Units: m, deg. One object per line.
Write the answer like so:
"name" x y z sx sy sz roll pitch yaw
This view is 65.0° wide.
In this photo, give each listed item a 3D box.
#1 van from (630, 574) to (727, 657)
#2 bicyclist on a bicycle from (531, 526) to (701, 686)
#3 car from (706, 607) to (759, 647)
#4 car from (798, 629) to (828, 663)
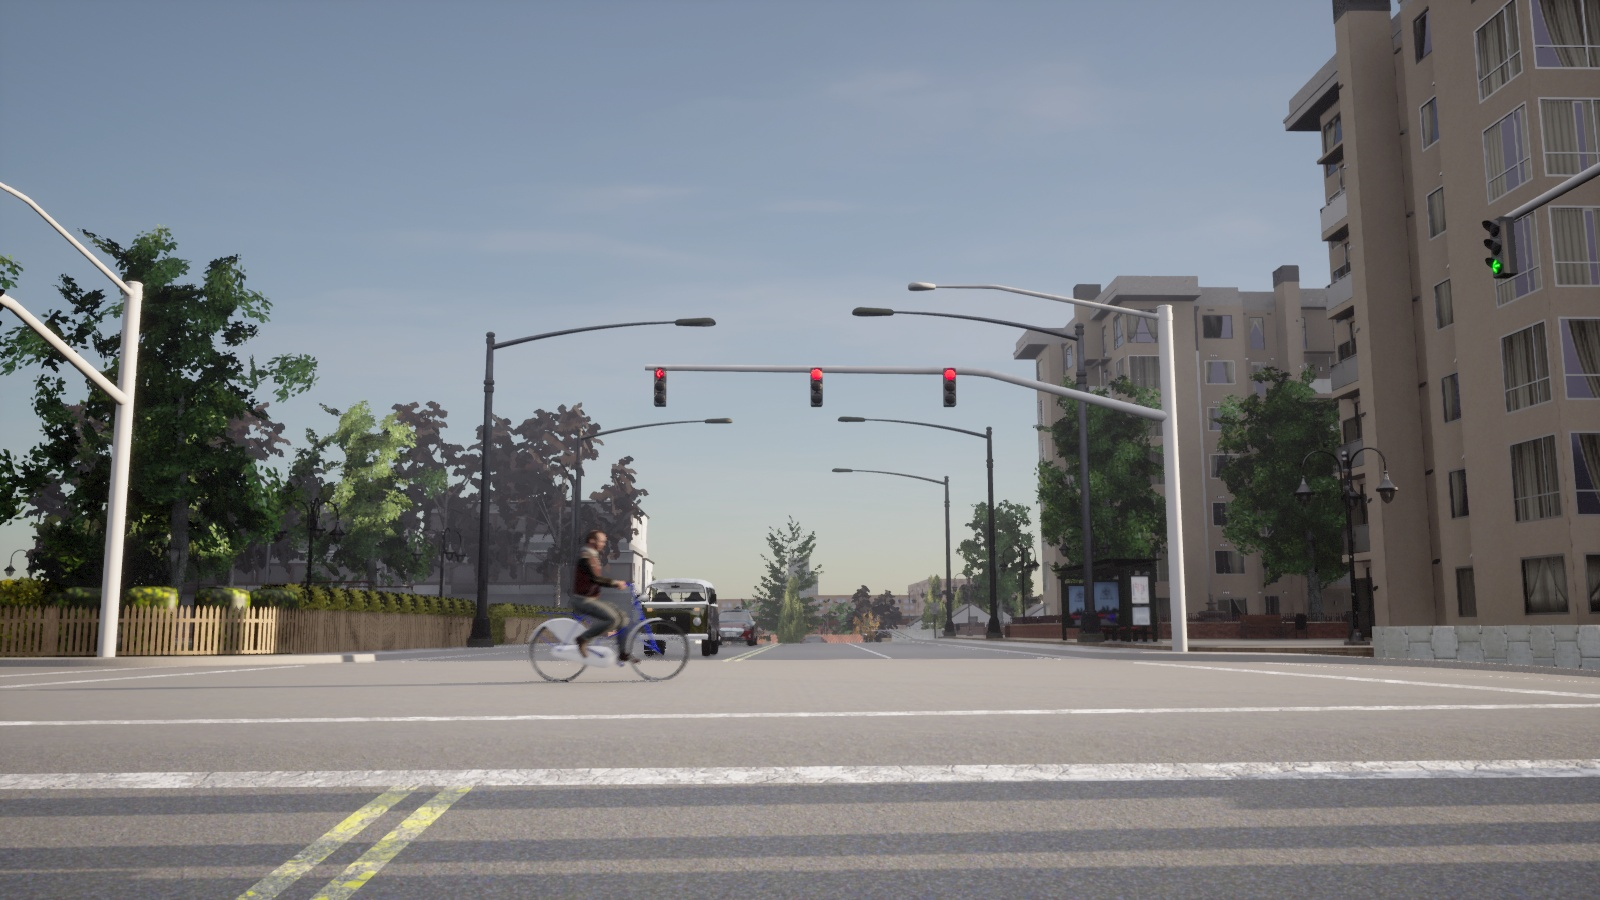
"van" -3.155 4.443 33.520 2.069 2.038 4.480 0 -8 1
"bicyclist on a bicycle" -2.098 1.798 14.520 1.843 1.776 0.659 -1 -8 0
"car" -2.924 7.813 55.417 2.033 1.649 4.856 0 -8 1
"car" 0.943 14.332 91.621 2.152 1.651 5.027 0 -18 1
